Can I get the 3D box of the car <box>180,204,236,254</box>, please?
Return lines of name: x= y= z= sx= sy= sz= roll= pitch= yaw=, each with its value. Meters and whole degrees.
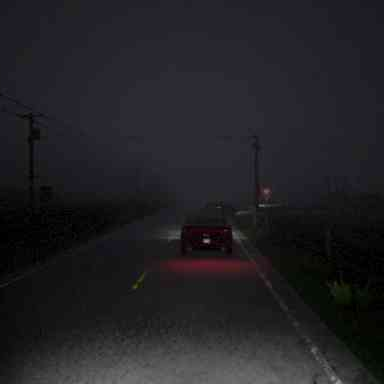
car: x=0.577 y=1.476 z=13.539 sx=1.882 sy=1.535 sz=5.008 roll=0 pitch=0 yaw=2

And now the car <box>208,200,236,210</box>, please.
car: x=2.560 y=1.473 z=29.882 sx=2.128 sy=1.511 sz=4.902 roll=-1 pitch=0 yaw=24
